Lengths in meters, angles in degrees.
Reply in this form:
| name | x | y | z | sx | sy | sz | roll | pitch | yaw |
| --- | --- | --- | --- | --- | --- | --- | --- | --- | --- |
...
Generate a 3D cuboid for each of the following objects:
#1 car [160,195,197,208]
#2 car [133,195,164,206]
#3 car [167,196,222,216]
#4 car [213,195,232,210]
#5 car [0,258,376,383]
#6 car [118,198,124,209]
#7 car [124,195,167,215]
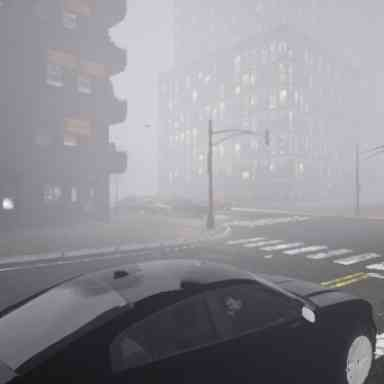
| name | x | y | z | sx | sy | sz | roll | pitch | yaw |
| --- | --- | --- | --- | --- | --- | --- | --- | --- | --- |
| car | -1.638 | 1.101 | 38.912 | 1.947 | 1.339 | 4.313 | 1 | 0 | -45 |
| car | -5.648 | 1.027 | 42.961 | 1.802 | 1.307 | 4.206 | 1 | 0 | -45 |
| car | 0.177 | 1.262 | 28.833 | 1.994 | 1.385 | 4.181 | 0 | 1 | -45 |
| car | 2.190 | 1.059 | 35.164 | 1.967 | 1.590 | 4.097 | 1 | 0 | -45 |
| car | 0.023 | 1.477 | 3.510 | 5.008 | 1.535 | 1.882 | 0 | 0 | -36 |
| car | -6.067 | 1.123 | 35.146 | 1.994 | 1.385 | 4.181 | 0 | 1 | -44 |
| car | -3.602 | 1.196 | 28.864 | 1.752 | 1.417 | 4.829 | 1 | 0 | -45 |
